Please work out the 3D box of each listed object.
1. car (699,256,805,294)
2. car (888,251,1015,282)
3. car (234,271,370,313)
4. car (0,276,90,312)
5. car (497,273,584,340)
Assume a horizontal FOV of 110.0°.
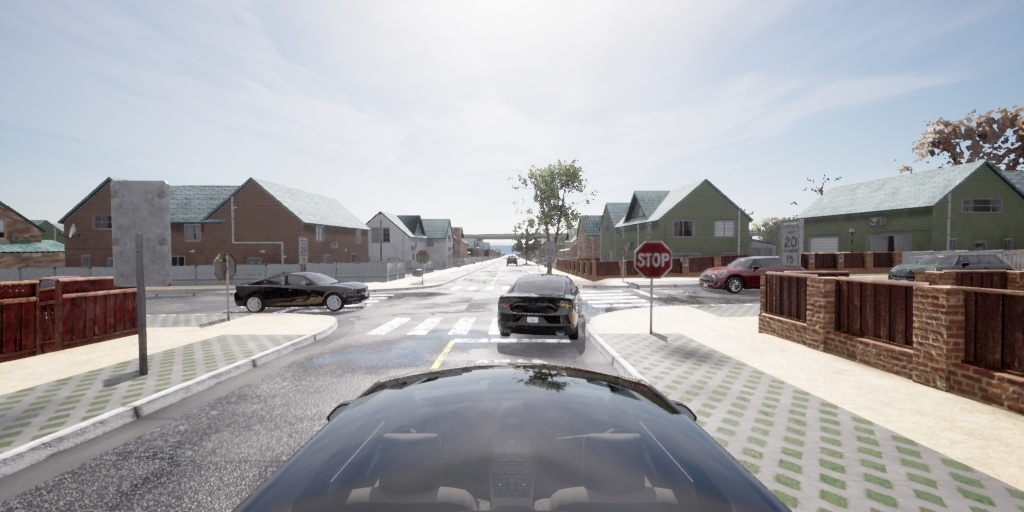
[{"bbox_3d":[11.811,0.820,17.750,4.553,1.767,2.097,-1,2,0],"label":"car"},{"bbox_3d":[21.705,0.646,17.819,4.553,1.767,2.097,-1,2,0],"label":"car"},{"bbox_3d":[-8.465,1.377,14.672,5.008,1.535,1.882,-1,2,0],"label":"car"},{"bbox_3d":[-18.018,1.547,14.611,5.008,1.535,1.882,-1,2,0],"label":"car"},{"bbox_3d":[0.960,1.224,10.143,1.882,1.535,5.008,0,0,12],"label":"car"}]
